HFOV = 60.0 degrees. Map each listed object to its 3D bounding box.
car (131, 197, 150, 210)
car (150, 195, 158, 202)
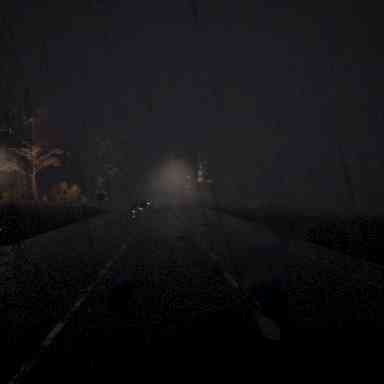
[{"bbox_3d":[-7.071,1.624,44.820,1.994,1.385,4.181,2,2,-5],"label":"car"},{"bbox_3d":[-10.902,1.852,90.506,2.097,1.767,4.553,0,0,-5],"label":"car"}]
